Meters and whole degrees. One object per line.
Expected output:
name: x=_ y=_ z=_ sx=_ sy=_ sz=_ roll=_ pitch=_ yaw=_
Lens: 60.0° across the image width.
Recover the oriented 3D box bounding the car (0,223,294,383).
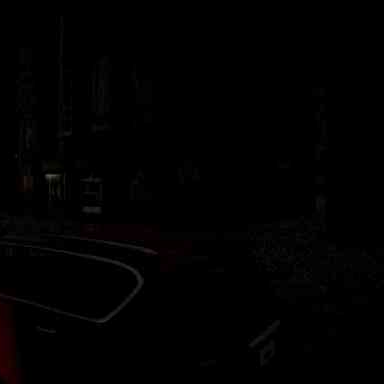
car: x=-1.369 y=1.315 z=3.933 sx=5.009 sy=1.841 sz=2.192 roll=0 pitch=0 yaw=35
